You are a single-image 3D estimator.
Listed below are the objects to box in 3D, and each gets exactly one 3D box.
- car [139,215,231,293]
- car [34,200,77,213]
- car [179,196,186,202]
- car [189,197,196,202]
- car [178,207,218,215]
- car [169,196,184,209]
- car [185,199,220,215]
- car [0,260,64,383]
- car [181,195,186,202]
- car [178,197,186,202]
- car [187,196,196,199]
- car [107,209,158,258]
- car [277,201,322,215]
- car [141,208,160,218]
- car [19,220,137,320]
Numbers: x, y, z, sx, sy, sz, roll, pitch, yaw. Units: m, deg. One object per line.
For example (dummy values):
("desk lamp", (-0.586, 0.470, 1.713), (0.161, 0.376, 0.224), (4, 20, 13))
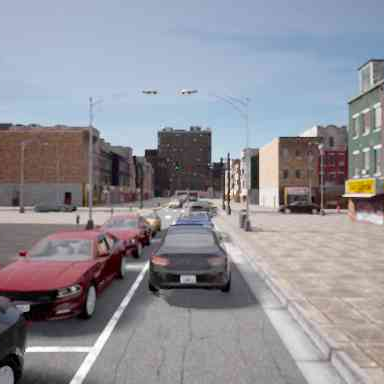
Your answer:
("car", (-0.034, 1.553, 8.813), (1.812, 1.442, 4.674), (0, 0, 1))
("car", (-14.519, 1.595, 35.507), (4.181, 1.385, 1.994), (0, -1, 0))
("car", (-2.586, 1.910, 93.920), (1.967, 1.590, 4.097), (0, 0, 0))
("car", (0.047, 2.048, 91.078), (1.895, 1.301, 4.718), (0, 0, 0))
("car", (0.105, 1.658, 17.422), (1.895, 1.301, 4.718), (0, 0, 0))
("car", (-2.609, 1.733, 50.198), (1.752, 1.417, 4.829), (0, 0, 0))
("car", (1.280, 1.630, 32.310), (1.837, 1.490, 4.892), (-1, -1, 19))
("car", (-2.632, 1.557, 1.929), (2.008, 1.369, 4.403), (0, 0, 0))
("car", (-2.605, 1.553, 55.812), (2.192, 1.841, 5.009), (0, 0, 0))
("car", (-2.589, 1.981, 88.476), (1.887, 1.381, 4.507), (0, 0, 0))
("car", (0.042, 1.744, 80.898), (2.097, 1.767, 4.553), (0, 0, 0))
("car", (-2.627, 1.586, 12.917), (1.887, 1.381, 4.507), (0, 0, 0))
("car", (12.471, 1.783, 38.580), (5.008, 1.535, 1.882), (1, -1, 0))
("car", (-2.625, 1.586, 18.241), (1.752, 1.417, 4.829), (0, 0, 0))
("car", (-2.630, 1.567, 7.422), (1.887, 1.381, 4.507), (0, 0, 0))
